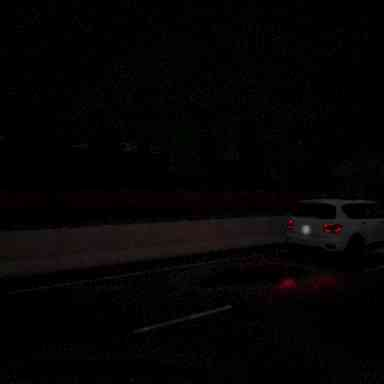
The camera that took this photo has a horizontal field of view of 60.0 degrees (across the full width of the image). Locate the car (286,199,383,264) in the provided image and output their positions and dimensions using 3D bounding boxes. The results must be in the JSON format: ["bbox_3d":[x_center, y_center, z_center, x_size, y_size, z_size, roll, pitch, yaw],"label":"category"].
[{"bbox_3d":[5.898,1.274,12.341,5.566,2.045,2.150,0,0,-35],"label":"car"}]
